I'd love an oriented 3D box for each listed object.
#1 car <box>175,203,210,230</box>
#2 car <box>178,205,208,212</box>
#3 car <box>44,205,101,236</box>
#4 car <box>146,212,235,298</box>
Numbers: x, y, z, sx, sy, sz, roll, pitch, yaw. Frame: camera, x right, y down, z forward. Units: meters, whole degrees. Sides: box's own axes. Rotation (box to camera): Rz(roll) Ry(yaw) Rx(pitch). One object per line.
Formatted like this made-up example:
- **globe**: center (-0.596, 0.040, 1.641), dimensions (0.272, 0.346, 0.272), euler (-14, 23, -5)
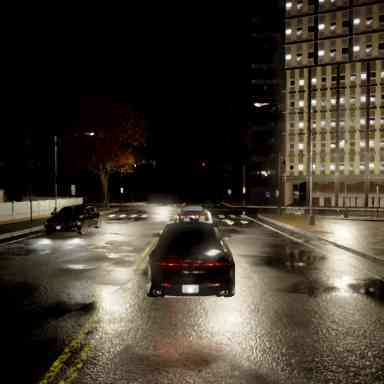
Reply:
- **car**: center (0.039, 1.544, 22.349), dimensions (2.033, 1.411, 5.357), euler (0, 0, 0)
- **car**: center (0.102, 1.487, 13.323), dimensions (2.128, 1.511, 4.902), euler (0, 0, 0)
- **car**: center (-6.476, 1.505, 18.548), dimensions (1.837, 1.490, 4.892), euler (0, 0, 0)
- **car**: center (-0.017, 1.502, 8.499), dimensions (1.837, 1.490, 4.892), euler (0, 0, 0)
